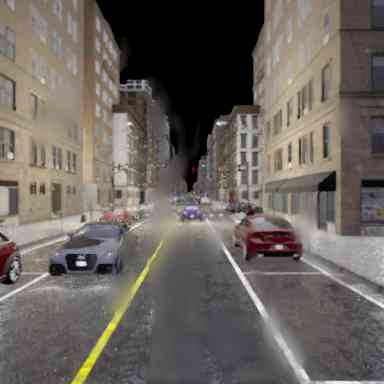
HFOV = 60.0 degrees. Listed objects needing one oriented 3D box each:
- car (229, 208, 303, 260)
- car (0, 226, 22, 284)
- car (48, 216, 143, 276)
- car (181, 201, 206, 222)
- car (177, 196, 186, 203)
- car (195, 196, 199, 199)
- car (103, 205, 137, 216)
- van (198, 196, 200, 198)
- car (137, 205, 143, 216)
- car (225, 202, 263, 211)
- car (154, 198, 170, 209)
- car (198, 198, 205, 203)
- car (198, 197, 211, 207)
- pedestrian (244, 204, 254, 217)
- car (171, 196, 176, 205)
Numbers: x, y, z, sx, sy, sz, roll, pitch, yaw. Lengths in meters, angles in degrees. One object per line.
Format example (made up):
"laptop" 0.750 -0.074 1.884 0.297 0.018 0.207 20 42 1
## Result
"car" 2.750 1.608 12.976 1.882 1.535 5.008 0 -1 0
"car" -5.387 1.510 6.939 1.967 1.590 4.097 0 -1 0
"car" -2.849 1.669 10.540 1.994 1.385 4.181 0 -1 0
"car" 0.018 1.813 29.117 1.812 1.442 4.674 0 -1 0
"car" -2.751 2.253 90.109 2.033 1.411 5.357 0 -1 0
"car" 2.645 2.126 83.572 2.192 1.841 5.009 0 -1 0
"car" -5.387 1.819 23.982 1.802 1.307 4.206 0 -1 0
"van" 2.641 1.996 67.353 1.690 1.788 3.998 0 -1 0
"car" -5.387 1.843 29.664 2.008 1.369 4.403 0 -1 0
"car" 6.920 2.000 41.789 5.357 1.411 2.033 0 -1 -8
"car" -5.390 2.102 56.538 2.008 1.369 4.403 0 -1 0
"car" 2.647 2.466 94.381 2.008 1.369 4.403 0 -1 0
"car" 2.639 2.154 61.945 2.008 1.369 4.403 0 -1 0
"pedestrian" 2.743 1.453 15.981 0.375 1.860 0.375 0 -1 -10
"car" -5.410 2.199 78.163 1.967 1.590 4.097 0 -1 0
